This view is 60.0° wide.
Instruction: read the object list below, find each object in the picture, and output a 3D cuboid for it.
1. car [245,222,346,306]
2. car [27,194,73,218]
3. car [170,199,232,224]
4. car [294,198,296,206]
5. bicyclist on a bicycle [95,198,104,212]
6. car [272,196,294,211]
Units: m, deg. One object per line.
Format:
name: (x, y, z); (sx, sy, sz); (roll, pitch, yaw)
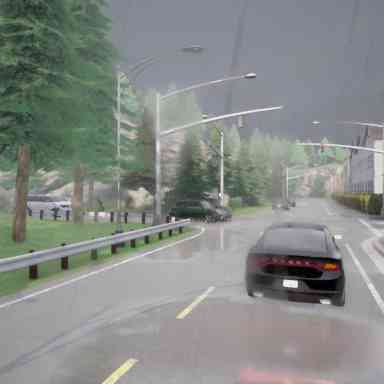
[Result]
car: (2.621, 1.478, 8.224); (1.882, 1.535, 5.008); (0, 0, 21)
car: (-12.870, 1.234, 30.110); (5.566, 2.045, 2.150); (0, 0, 20)
car: (0.654, 1.360, 24.559); (4.553, 1.767, 2.097); (0, 0, 30)
car: (14.616, 1.352, 50.718); (2.097, 1.767, 4.553); (0, 0, 21)
bicyclist on a bicycle: (-10.205, 1.417, 36.637); (0.582, 1.620, 1.656); (-2, 5, 20)
car: (11.165, 1.491, 41.555); (2.128, 1.511, 4.902); (0, 0, 21)
